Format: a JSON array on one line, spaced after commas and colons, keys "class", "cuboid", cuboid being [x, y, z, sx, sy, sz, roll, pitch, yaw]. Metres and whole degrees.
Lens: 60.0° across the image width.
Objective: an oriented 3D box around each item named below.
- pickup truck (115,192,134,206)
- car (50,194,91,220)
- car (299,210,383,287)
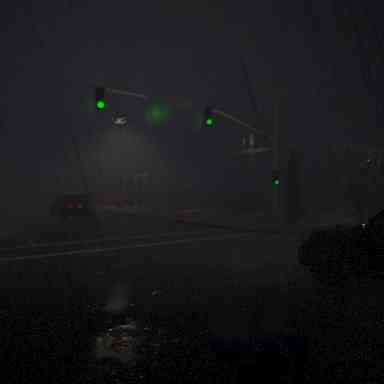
[{"class": "pickup truck", "cuboid": [-10.088, 1.034, 50.111, 2.390, 2.098, 6.274, 0, 0, -6]}, {"class": "car", "cuboid": [-10.313, 1.213, 28.139, 2.150, 2.045, 5.566, 0, 0, -36]}, {"class": "car", "cuboid": [5.052, 1.214, 7.056, 2.150, 2.045, 5.566, 0, 0, -36]}]
